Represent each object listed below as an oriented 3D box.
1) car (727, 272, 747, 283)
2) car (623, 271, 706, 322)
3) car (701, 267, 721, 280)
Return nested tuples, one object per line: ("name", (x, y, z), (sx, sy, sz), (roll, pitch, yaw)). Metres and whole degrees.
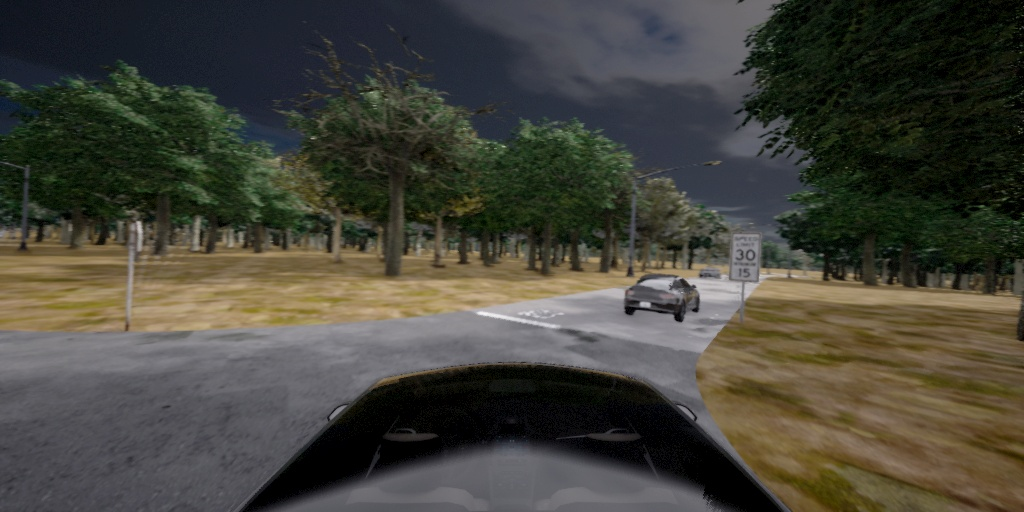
("car", (24.540, 2.073, 38.878), (2.033, 1.411, 5.357), (3, 0, 37))
("car", (5.505, 1.382, 13.007), (1.812, 1.442, 4.674), (3, 1, 36))
("car", (23.894, 2.049, 43.176), (1.994, 1.385, 4.181), (3, 0, 36))
